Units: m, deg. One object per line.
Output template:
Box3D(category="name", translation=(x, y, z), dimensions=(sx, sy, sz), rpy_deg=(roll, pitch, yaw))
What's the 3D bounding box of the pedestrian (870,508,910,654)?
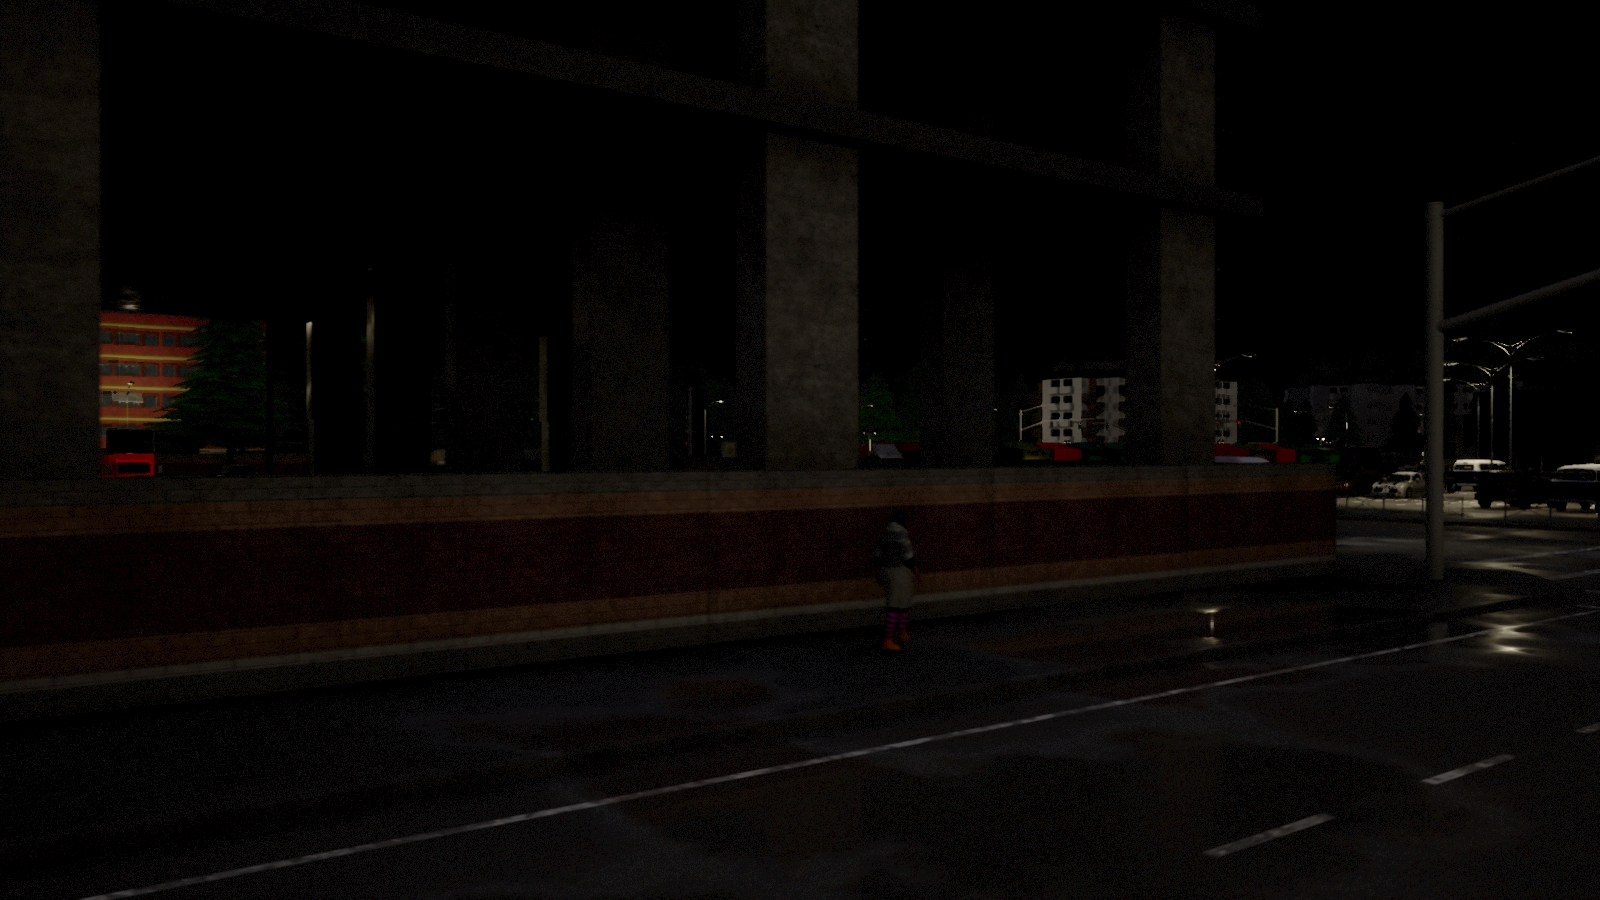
Box3D(category="pedestrian", translation=(1.181, 1.699, 14.951), dimensions=(0.375, 1.860, 0.375), rpy_deg=(0, 0, -32))
